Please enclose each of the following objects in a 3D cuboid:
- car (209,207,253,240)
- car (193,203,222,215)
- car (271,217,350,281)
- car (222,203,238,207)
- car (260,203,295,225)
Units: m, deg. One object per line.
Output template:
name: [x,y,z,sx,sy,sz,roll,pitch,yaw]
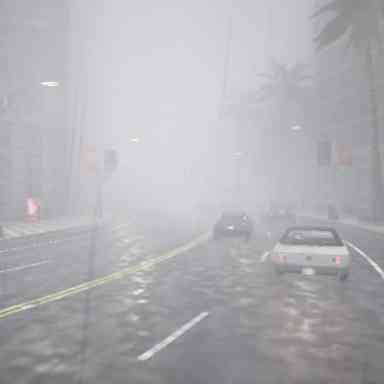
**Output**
car: [2.369,1.764,18.526,1.994,1.385,4.181,-1,-1,12]
car: [1.546,2.021,41.345,2.033,1.411,5.357,0,-1,-15]
car: [3.694,1.693,10.289,1.895,1.301,4.718,-1,-1,21]
car: [4.488,2.079,43.696,1.895,1.301,4.718,0,-1,-15]
car: [6.637,1.608,26.231,2.097,1.767,4.553,-1,-1,3]
